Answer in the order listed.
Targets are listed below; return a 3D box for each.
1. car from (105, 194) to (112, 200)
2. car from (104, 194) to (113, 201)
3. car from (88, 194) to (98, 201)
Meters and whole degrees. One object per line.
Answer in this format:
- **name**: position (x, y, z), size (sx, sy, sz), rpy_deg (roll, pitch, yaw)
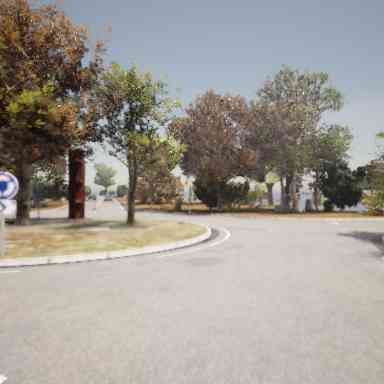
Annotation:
- **car**: position (-22.235, 1.337, 88.341), size (1.882, 1.535, 5.008), rpy_deg (0, 0, -14)
- **car**: position (-19.044, 1.403, 75.821), size (2.033, 1.411, 5.357), rpy_deg (0, 0, -14)
- **car**: position (-23.050, 1.350, 77.369), size (1.837, 1.490, 4.892), rpy_deg (0, 0, -14)
